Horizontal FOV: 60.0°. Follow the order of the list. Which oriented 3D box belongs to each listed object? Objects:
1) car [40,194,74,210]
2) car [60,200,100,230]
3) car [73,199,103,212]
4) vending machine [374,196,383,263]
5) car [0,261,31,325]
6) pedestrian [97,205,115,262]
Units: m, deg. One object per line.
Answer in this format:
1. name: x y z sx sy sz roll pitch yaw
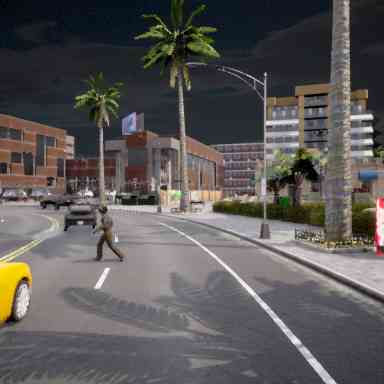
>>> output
1. car: -17.568 1.221 43.373 5.566 2.045 2.150 0 0 38
2. car: -7.128 1.504 21.291 1.837 1.490 4.892 0 0 -18
3. car: -10.800 1.601 35.630 1.895 1.301 4.718 0 0 -37
4. vending machine: 6.625 1.195 10.664 1.100 2.100 0.880 0 0 -8
5. car: -3.765 1.477 4.117 1.882 1.535 5.008 0 0 -4
6. pedestrian: -2.732 1.294 10.571 0.375 1.860 0.375 0 0 -9
